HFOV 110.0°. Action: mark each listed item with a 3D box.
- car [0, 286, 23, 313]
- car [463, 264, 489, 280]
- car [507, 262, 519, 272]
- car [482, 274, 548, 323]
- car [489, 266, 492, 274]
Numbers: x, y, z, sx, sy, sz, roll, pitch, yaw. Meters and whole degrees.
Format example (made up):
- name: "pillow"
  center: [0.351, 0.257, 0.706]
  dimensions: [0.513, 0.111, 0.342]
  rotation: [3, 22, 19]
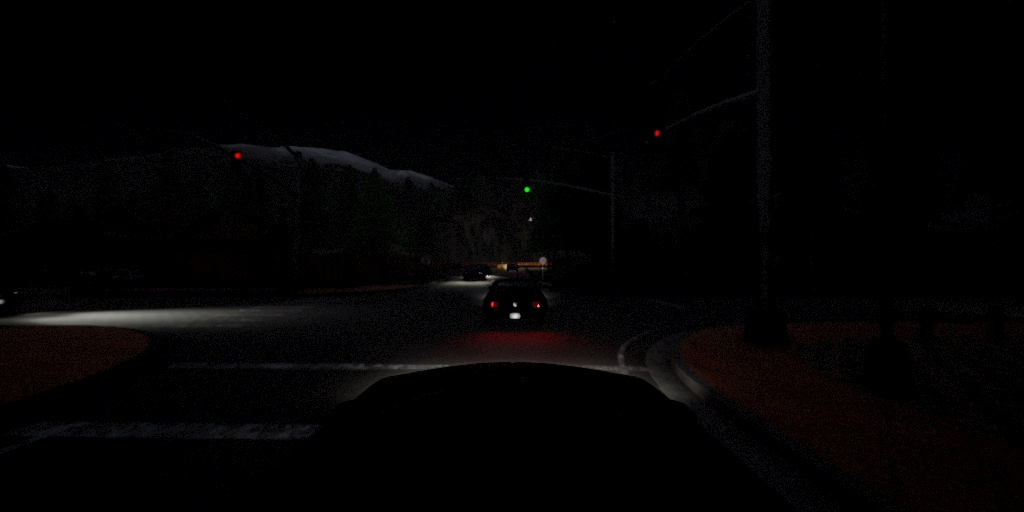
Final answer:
- name: "car"
  center: [-20.183, 1.326, 12.370]
  dimensions: [4.902, 1.511, 2.128]
  rotation: [0, -1, -1]
- name: "car"
  center: [-3.582, 1.535, 35.140]
  dimensions: [1.882, 1.535, 5.008]
  rotation: [0, -1, 0]
- name: "car"
  center: [0.091, 1.750, 57.093]
  dimensions: [2.128, 1.511, 4.902]
  rotation: [0, -1, 0]
- name: "car"
  center: [0.098, 1.447, 12.529]
  dimensions: [1.895, 1.301, 4.718]
  rotation: [0, 0, 0]
- name: "car"
  center: [-3.579, 1.713, 45.118]
  dimensions: [1.994, 1.385, 4.181]
  rotation: [0, -1, 0]
